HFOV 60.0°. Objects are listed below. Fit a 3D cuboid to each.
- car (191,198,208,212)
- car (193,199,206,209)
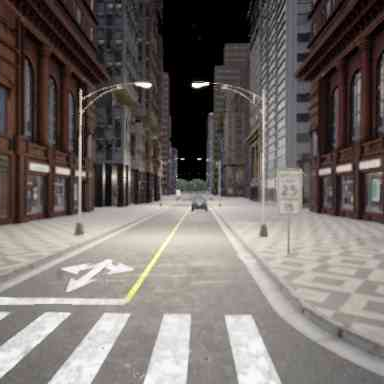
[{"bbox_3d":[0.951,1.579,42.950,2.097,1.767,4.553,0,0,1],"label":"car"},{"bbox_3d":[1.181,1.876,53.015,1.895,1.301,4.718,0,0,1],"label":"car"}]
